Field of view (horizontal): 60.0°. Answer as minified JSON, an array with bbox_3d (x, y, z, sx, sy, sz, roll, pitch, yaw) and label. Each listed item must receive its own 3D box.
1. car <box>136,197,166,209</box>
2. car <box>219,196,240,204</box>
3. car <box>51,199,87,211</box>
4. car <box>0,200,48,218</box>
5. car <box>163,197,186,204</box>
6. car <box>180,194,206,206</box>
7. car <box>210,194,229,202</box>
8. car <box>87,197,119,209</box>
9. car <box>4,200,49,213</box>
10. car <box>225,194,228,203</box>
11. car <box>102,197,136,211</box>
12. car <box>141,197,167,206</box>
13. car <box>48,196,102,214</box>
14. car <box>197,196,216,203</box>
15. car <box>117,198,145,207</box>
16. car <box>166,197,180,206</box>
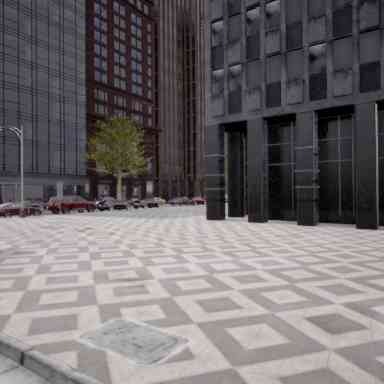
[{"bbox_3d":[-5.792,1.511,43.242,1.947,1.339,4.313,-1,0,35],"label":"car"},{"bbox_3d":[6.995,1.465,61.822,1.947,1.339,4.313,-1,0,35],"label":"car"},{"bbox_3d":[-16.008,1.644,43.434,1.802,1.307,4.206,-1,0,35],"label":"car"},{"bbox_3d":[-15.381,1.578,29.308,1.802,1.307,4.206,-1,0,35],"label":"car"},{"bbox_3d":[-3.220,1.577,62.017,1.947,1.339,4.313,-1,0,35],"label":"car"},{"bbox_3d":[0.601,1.464,52.533,1.887,1.381,4.507,-1,0,35],"label":"car"},{"bbox_3d":[6.370,1.298,75.955,2.192,1.841,5.009,-1,0,35],"label":"car"},{"bbox_3d":[-12.813,1.487,48.079,1.967,1.590,4.097,-1,0,35],"label":"car"},{"bbox_3d":[-19.205,1.645,38.789,1.947,1.339,4.313,-1,0,35],"label":"car"},{"bbox_3d":[3.796,1.224,57.179,2.192,1.841,5.009,-1,0,35],"label":"car"},{"bbox_3d":[-8.988,1.526,38.598,1.947,1.339,4.313,-1,0,35],"label":"car"},{"bbox_3d":[-6.514,1.547,57.230,1.752,1.417,4.829,-1,0,35],"label":"car"},{"bbox_3d":[-12.187,1.292,33.954,2.192,1.841,5.009,-1,0,35],"label":"car"},{"bbox_3d":[3.174,1.537,71.308,1.887,1.381,4.507,-1,0,35],"label":"car"},{"bbox_3d":[-9.614,1.615,52.725,1.802,1.307,4.206,-1,0,35],"label":"car"},{"bbox_3d":[-1.640,1.498,53.893,2.033,1.411,5.357,-1,0,35],"label":"car"}]
